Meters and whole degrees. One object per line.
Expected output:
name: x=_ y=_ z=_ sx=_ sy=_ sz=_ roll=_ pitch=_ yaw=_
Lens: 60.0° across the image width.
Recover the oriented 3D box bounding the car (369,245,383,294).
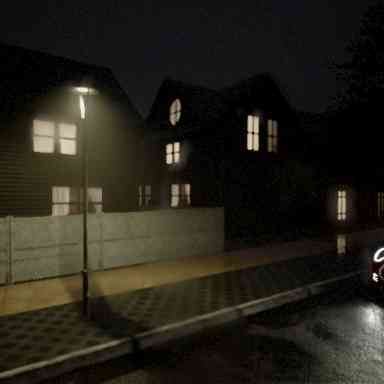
car: x=5.871 y=1.267 z=7.286 sx=4.553 sy=1.767 sz=2.097 roll=-1 pitch=0 yaw=-36
